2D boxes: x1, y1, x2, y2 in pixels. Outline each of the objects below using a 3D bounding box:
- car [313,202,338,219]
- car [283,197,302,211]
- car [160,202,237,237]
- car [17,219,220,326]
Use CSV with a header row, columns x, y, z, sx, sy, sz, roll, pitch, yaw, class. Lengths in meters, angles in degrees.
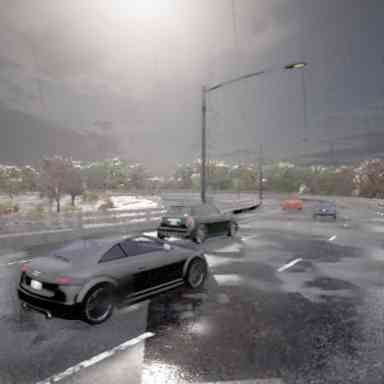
x,y,z,sx,sy,sz,roll,pitch,yaw,class
11.670,1.546,29.085,2.033,1.411,5.357,0,0,24,car
12.417,1.339,40.905,2.097,1.767,4.553,0,0,19,car
0.411,1.333,15.882,2.097,1.767,4.553,0,0,34,car
-1.428,1.550,7.254,1.994,1.385,4.181,0,0,37,car
